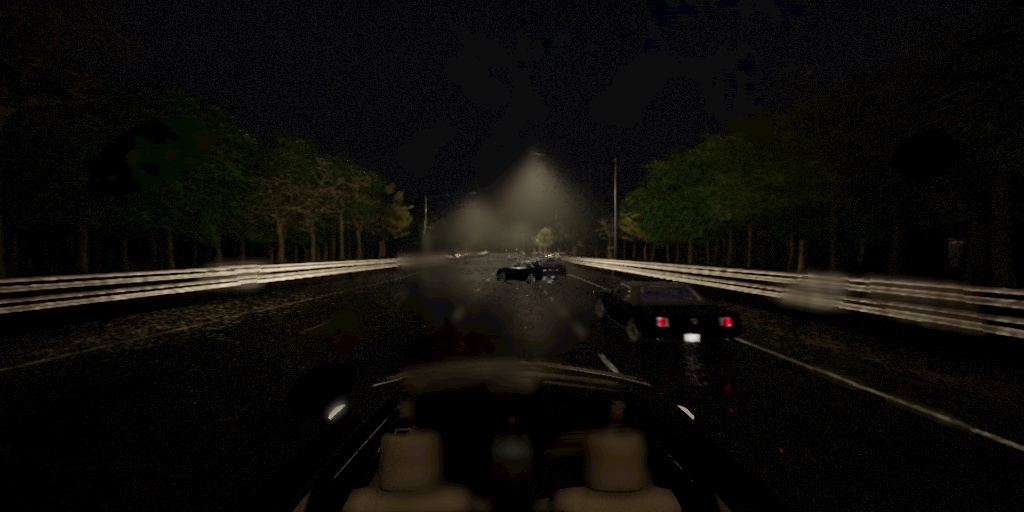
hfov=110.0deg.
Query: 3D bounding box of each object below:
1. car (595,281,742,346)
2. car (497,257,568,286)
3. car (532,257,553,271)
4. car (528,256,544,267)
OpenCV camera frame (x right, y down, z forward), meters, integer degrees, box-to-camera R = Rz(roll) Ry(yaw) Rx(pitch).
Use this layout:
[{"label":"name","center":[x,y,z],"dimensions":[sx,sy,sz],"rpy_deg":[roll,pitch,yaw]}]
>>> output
[{"label":"car","center":[3.500,1.283,9.177],"dimensions":[1.895,1.301,4.718],"rpy_deg":[0,1,0]},{"label":"car","center":[0.952,1.039,23.254],"dimensions":[2.128,1.511,4.902],"rpy_deg":[0,1,-40]},{"label":"car","center":[3.497,0.852,42.143],"dimensions":[2.128,1.511,4.902],"rpy_deg":[0,1,0]},{"label":"car","center":[3.496,0.781,53.140],"dimensions":[1.994,1.385,4.181],"rpy_deg":[0,1,0]}]
